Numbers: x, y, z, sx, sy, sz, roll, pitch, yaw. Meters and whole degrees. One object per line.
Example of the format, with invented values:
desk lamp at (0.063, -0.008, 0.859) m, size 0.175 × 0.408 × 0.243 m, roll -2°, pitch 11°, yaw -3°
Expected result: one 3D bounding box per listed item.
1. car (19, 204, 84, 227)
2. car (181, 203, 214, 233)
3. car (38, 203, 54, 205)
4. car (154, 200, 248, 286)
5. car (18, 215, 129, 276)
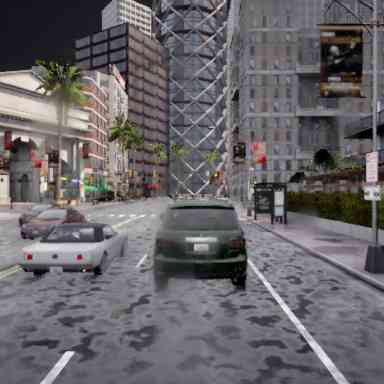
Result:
car at (-6.884, 1.534, 17.072) m, size 1.812 × 1.442 × 4.674 m, roll 0°, pitch 0°, yaw 1°
car at (0.319, 1.516, 20.820) m, size 1.837 × 1.490 × 4.892 m, roll 0°, pitch 1°, yaw 0°
car at (-10.260, 1.538, 23.405) m, size 1.812 × 1.442 × 4.674 m, roll 0°, pitch 0°, yaw 1°
car at (0.204, 1.228, 9.556) m, size 2.150 × 2.045 × 5.566 m, roll 0°, pitch 0°, yaw 0°
car at (-3.283, 1.606, 10.329) m, size 1.895 × 1.301 × 4.718 m, roll 0°, pitch 0°, yaw 1°
